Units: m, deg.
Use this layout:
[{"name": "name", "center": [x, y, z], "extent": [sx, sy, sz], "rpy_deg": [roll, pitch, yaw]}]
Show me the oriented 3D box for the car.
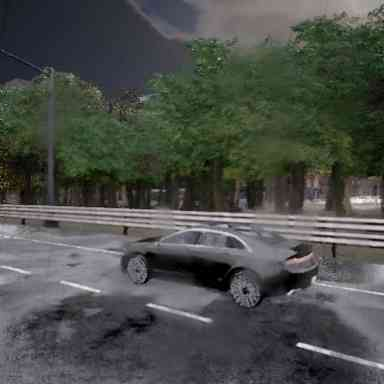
[{"name": "car", "center": [0.395, 1.494, 7.889], "extent": [4.902, 1.511, 2.128], "rpy_deg": [0, 0, 36]}]
